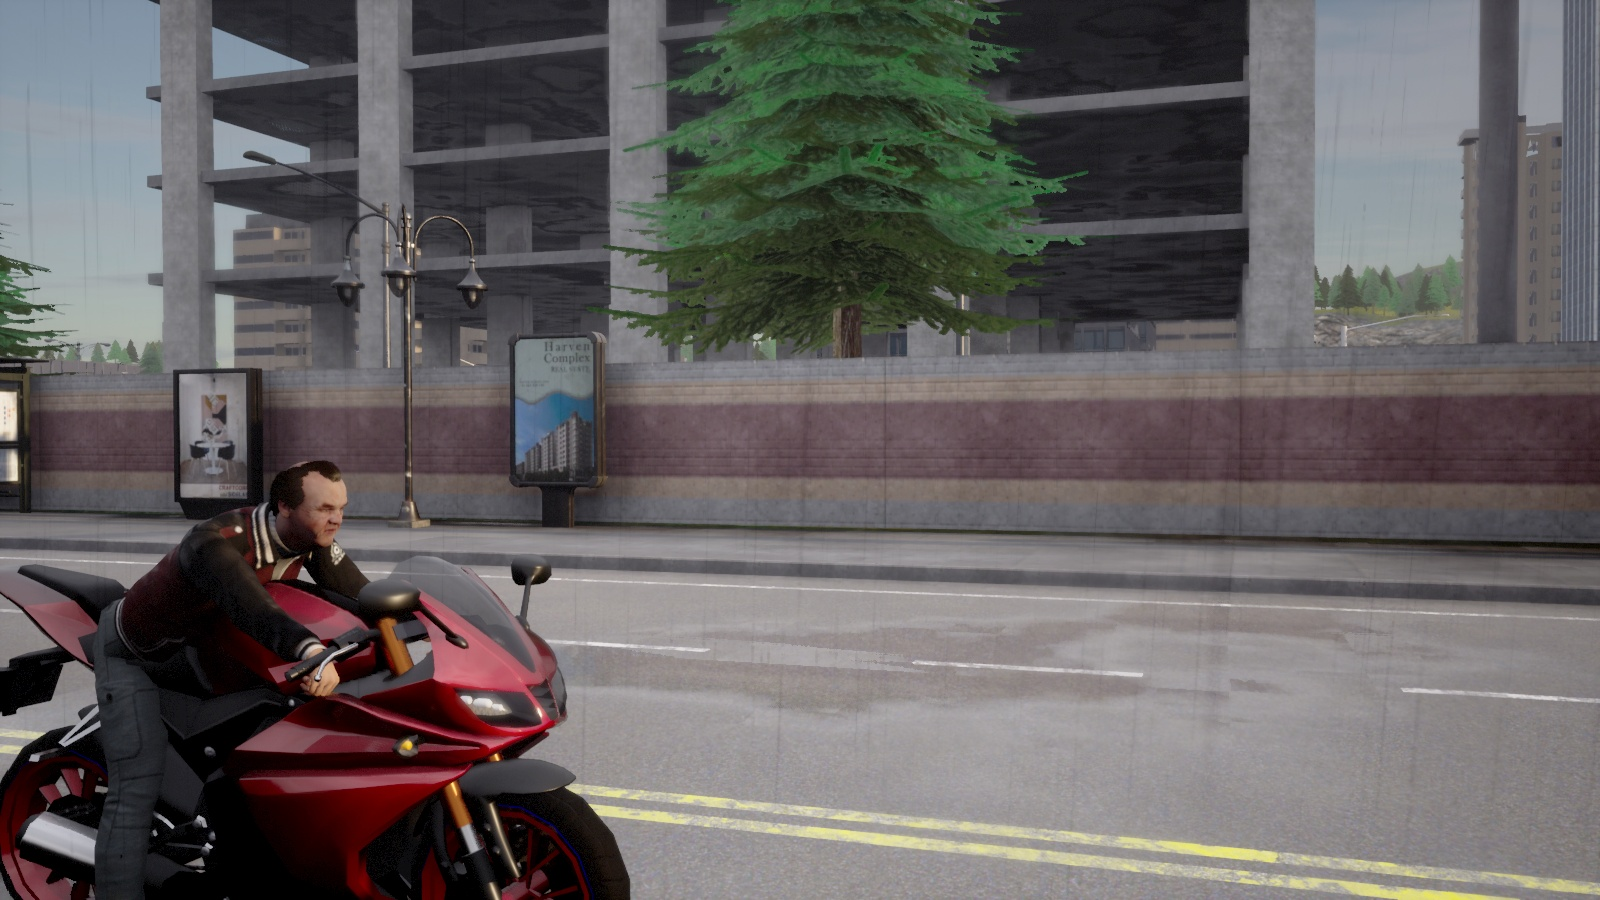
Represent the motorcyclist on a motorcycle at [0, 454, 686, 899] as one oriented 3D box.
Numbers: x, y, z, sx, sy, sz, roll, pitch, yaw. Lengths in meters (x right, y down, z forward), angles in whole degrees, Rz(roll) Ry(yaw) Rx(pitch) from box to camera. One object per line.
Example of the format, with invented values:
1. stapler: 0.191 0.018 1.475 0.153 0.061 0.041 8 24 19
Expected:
1. motorcyclist on a motorcycle: -1.520 0.797 3.704 2.191 1.530 0.866 1 1 19
